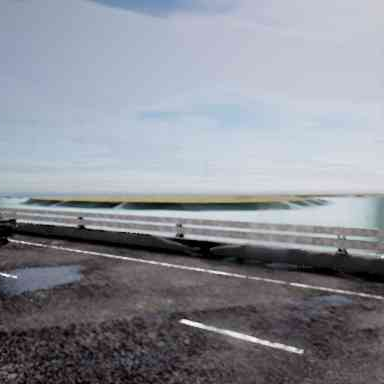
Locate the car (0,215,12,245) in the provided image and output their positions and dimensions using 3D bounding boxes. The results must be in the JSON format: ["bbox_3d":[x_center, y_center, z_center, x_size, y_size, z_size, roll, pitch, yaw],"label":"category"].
[{"bbox_3d":[-6.770,1.323,8.139,4.553,1.767,2.097,0,0,33],"label":"car"}]

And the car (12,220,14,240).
[{"bbox_3d":[-9.621,1.440,14.152,5.008,1.535,1.882,0,0,33],"label":"car"}]
